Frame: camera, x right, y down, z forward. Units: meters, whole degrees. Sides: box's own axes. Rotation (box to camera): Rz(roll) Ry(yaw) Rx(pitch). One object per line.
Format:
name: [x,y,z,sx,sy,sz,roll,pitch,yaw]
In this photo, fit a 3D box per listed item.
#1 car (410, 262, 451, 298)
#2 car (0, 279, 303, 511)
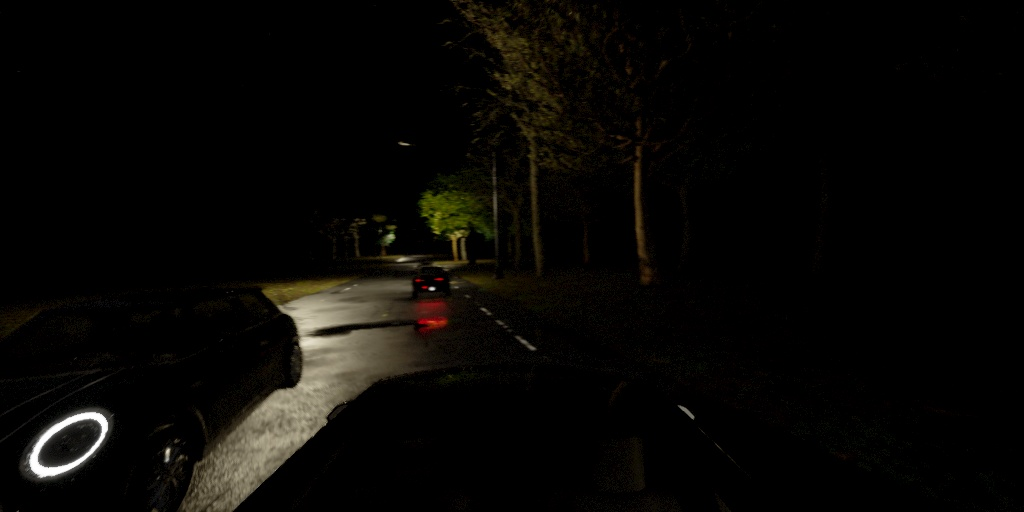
car: [-4.381,1.311,19.377,1.837,1.490,4.892,-2,0,-14]
car: [-4.050,1.220,3.901,2.097,1.767,4.553,-2,0,-15]
